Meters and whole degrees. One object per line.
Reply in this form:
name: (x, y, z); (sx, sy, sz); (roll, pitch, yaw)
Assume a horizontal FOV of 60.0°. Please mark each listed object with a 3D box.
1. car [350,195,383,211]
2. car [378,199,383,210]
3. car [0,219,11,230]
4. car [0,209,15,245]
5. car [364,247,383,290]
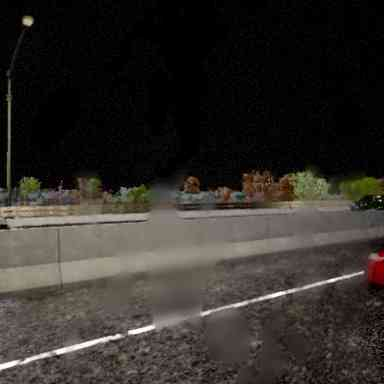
car: (21.425, 1.406, 40.142); (5.566, 2.045, 2.150); (0, 0, -34)
car: (23.595, 1.738, 37.386); (5.357, 1.411, 2.033); (0, 0, -34)
car: (-8.600, 1.497, 10.746); (4.892, 1.490, 1.837); (0, 0, -35)
car: (-10.461, 1.539, 13.722); (5.357, 1.411, 2.033); (0, 0, -36)
car: (6.010, 1.602, 7.986); (4.181, 1.385, 1.994); (0, 0, -35)
